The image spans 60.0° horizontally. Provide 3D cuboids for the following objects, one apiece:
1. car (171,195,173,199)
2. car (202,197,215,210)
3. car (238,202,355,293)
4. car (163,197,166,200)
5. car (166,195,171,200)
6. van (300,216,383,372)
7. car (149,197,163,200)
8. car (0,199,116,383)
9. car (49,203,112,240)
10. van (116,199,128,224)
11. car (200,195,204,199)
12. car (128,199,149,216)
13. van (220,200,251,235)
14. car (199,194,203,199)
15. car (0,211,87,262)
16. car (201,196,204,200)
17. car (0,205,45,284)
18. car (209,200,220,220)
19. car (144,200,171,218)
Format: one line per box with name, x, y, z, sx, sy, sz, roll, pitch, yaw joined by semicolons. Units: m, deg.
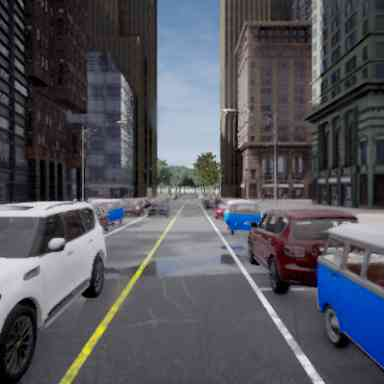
car;-5.775;1.684;70.323;1.947;1.339;4.313;-1;0;0
car;2.751;1.660;44.307;1.947;1.339;4.313;-1;0;0
car;2.775;1.336;8.862;2.192;1.841;5.009;-1;0;0
car;-5.774;1.690;54.188;1.802;1.307;4.206;-1;0;0
car;-5.775;1.668;64.944;2.008;1.369;4.403;-1;0;0
van;2.770;1.350;3.774;1.690;1.788;3.998;-1;0;0
car;-5.775;1.646;48.811;1.887;1.381;4.507;-1;0;0
car;-3.090;1.233;5.731;2.150;2.045;5.566;0;0;0
car;-5.775;1.482;17.839;1.967;1.590;4.097;-1;0;0
van;-5.776;1.393;22.726;1.690;1.788;3.998;-1;0;0
car;2.751;1.659;54.713;2.008;1.369;4.403;-1;0;0
car;-5.775;1.513;32.676;1.967;1.590;4.097;-1;0;0
van;2.787;1.385;19.037;1.690;1.788;3.998;-1;0;0
car;2.750;1.642;65.289;1.752;1.417;4.829;-1;0;0
car;-5.773;1.576;12.953;1.887;1.381;4.507;-1;0;0
car;2.751;1.667;49.511;1.947;1.339;4.313;-1;0;0
car;-5.776;1.335;8.067;2.192;1.841;5.009;-1;0;0
car;2.752;1.646;28.700;1.802;1.307;4.206;-1;0;0
car;-3.005;1.670;31.084;1.895;1.301;4.718;0;0;0
